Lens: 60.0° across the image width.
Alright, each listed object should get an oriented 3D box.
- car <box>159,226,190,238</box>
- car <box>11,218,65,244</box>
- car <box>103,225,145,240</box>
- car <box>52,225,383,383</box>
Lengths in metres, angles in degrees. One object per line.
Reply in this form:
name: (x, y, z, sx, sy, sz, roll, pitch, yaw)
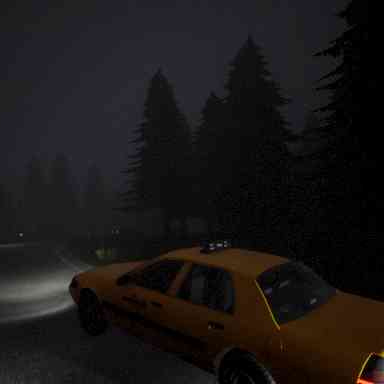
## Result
car: (-2.305, 5.543, 46.271, 1.882, 1.535, 5.008, -5, -8, 30)
car: (-12.732, 3.227, 28.158, 2.150, 2.045, 5.566, -4, -7, 7)
car: (-7.428, 4.510, 36.965, 2.033, 1.411, 5.357, -4, -8, 20)
car: (0.133, 1.441, 4.744, 5.366, 1.575, 1.801, 0, 1, 43)
